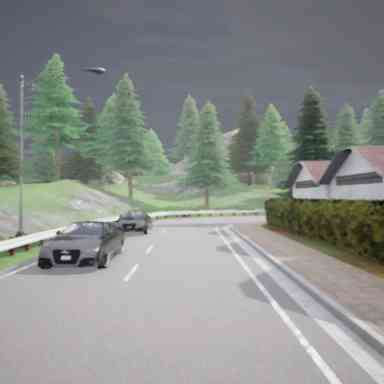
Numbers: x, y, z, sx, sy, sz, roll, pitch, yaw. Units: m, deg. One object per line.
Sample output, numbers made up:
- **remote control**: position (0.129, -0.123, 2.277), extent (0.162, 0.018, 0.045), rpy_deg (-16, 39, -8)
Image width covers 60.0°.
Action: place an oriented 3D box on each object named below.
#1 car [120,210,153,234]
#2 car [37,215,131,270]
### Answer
- **car**: position (-3.589, 1.847, 21.014), extent (1.994, 1.385, 4.181), rpy_deg (0, -1, 0)
- **car**: position (-3.618, 1.722, 11.553), extent (1.994, 1.385, 4.181), rpy_deg (0, -1, 0)
